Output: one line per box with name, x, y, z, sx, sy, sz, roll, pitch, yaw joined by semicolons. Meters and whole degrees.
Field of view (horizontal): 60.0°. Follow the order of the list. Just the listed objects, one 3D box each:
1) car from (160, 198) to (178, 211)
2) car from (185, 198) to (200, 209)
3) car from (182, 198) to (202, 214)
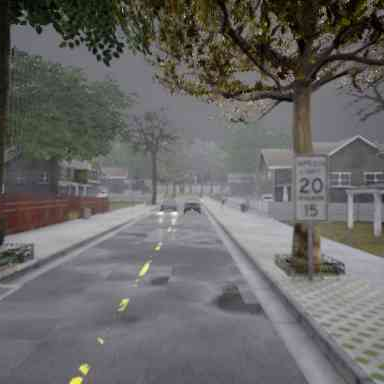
car;-2.723;1.505;40.011;1.837;1.490;4.892;0;0;0
car;0.042;1.546;47.124;2.033;1.411;5.357;0;0;0
car;0.025;1.506;35.570;1.837;1.490;4.892;0;0;0
